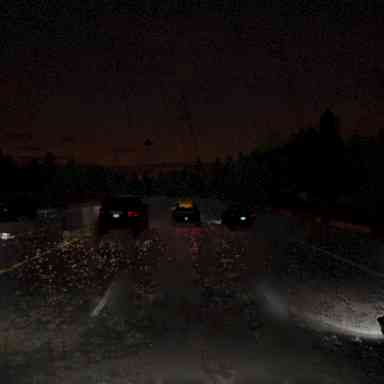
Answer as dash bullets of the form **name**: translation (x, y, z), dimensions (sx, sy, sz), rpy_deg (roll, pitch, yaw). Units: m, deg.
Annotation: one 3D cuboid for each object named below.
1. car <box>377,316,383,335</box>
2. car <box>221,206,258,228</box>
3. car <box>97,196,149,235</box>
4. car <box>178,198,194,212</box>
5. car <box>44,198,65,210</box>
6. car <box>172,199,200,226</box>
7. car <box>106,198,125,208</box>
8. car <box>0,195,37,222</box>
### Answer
- **car**: translation (3.571, 1.551, 2.240), dimensions (2.033, 1.411, 5.357), rpy_deg (0, 0, -1)
- **car**: translation (3.115, 1.605, 22.554), dimensions (1.994, 1.385, 4.181), rpy_deg (0, 0, -1)
- **car**: translation (-3.809, 1.260, 19.100), dimensions (2.150, 2.045, 5.566), rpy_deg (0, 0, -1)
- **car**: translation (-0.771, 1.553, 40.932), dimensions (1.882, 1.535, 5.008), rpy_deg (0, 0, -1)
- **car**: translation (-18.554, 1.581, 45.563), dimensions (2.128, 1.511, 4.902), rpy_deg (0, 0, -1)
- **car**: translation (-0.417, 1.535, 23.941), dimensions (2.128, 1.511, 4.902), rpy_deg (0, 0, -1)
- **car**: translation (-11.641, 1.663, 50.899), dimensions (1.994, 1.385, 4.181), rpy_deg (0, 0, -1)
- **car**: translation (-14.689, 1.280, 27.124), dimensions (2.150, 2.045, 5.566), rpy_deg (0, -1, -1)
